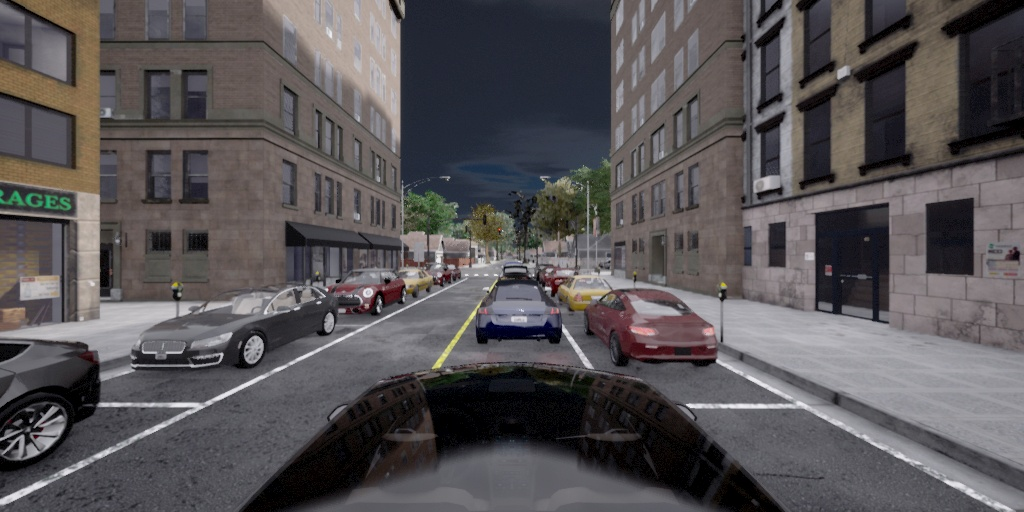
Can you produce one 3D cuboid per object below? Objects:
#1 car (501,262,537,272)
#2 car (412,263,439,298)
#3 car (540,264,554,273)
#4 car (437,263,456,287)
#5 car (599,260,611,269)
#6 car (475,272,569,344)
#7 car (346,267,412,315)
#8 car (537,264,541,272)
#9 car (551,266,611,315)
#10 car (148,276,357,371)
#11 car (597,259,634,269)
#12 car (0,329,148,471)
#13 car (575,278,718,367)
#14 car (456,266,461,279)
[{"bbox_3d":[0.189,1.252,19.592,1.837,1.490,4.892,0,0,0],"label":"car"},{"bbox_3d":[-5.303,1.272,18.539,1.751,1.417,4.829,0,0,0],"label":"car"},{"bbox_3d":[2.723,1.292,18.668,1.888,1.381,4.507,0,0,0],"label":"car"},{"bbox_3d":[-5.272,1.187,24.228,1.967,1.591,4.097,0,0,0],"label":"car"},{"bbox_3d":[14.997,1.144,49.357,4.902,1.511,2.128,0,0,0],"label":"car"},{"bbox_3d":[0.142,1.311,9.608,1.994,1.385,4.181,0,0,0],"label":"car"},{"bbox_3d":[-5.332,1.186,13.191,1.967,1.591,4.097,0,0,0],"label":"car"},{"bbox_3d":[2.753,1.329,24.186,1.802,1.307,4.207,0,0,0],"label":"car"},{"bbox_3d":[2.694,1.272,13.320,1.751,1.417,4.829,0,0,0],"label":"car"},{"bbox_3d":[-5.363,1.298,7.672,2.007,1.370,4.403,0,0,0],"label":"car"},{"bbox_3d":[15.193,1.156,52.614,4.892,1.490,1.837,0,0,0],"label":"car"},{"bbox_3d":[-5.393,1.316,2.154,1.948,1.339,4.313,0,0,0],"label":"car"},{"bbox_3d":[2.662,1.329,7.632,1.802,1.307,4.207,0,0,0],"label":"car"},{"bbox_3d":[-5.242,1.329,29.747,1.802,1.307,4.207,0,0,0],"label":"car"}]
